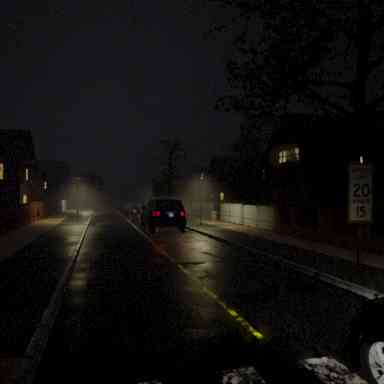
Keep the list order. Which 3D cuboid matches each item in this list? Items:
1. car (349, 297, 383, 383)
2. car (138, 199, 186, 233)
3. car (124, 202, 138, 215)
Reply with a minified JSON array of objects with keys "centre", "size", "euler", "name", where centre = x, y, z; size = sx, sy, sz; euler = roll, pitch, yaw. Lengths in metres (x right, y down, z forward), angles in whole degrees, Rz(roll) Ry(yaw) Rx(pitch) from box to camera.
[{"centre":[3.387,1.527,2.454],"size":[1.837,1.490,4.892],"euler":[0,-1,-15],"name":"car"},{"centre":[-1.943,1.459,21.624],"size":[2.150,2.045,5.566],"euler":[0,-1,-16],"name":"car"},{"centre":[-7.401,2.011,41.315],"size":[1.812,1.442,4.674],"euler":[0,-1,-15],"name":"car"}]
